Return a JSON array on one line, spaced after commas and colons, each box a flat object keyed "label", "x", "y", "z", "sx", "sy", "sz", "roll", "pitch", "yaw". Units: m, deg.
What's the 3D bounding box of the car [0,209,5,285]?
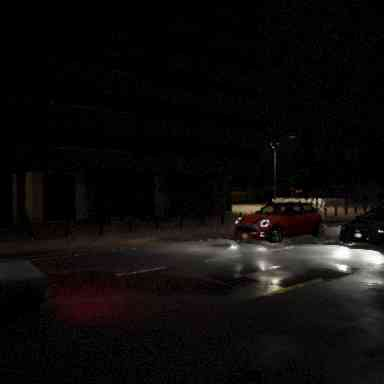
[{"label": "car", "x": -6.996, "y": 1.358, "z": 7.605, "sx": 4.553, "sy": 1.767, "sz": 2.097, "roll": 0, "pitch": 0, "yaw": -35}]

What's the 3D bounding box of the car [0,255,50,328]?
[{"label": "car", "x": -4.779, "y": 1.606, "z": 4.889, "sx": 4.718, "sy": 1.301, "sz": 1.895, "roll": 0, "pitch": 0, "yaw": -35}]

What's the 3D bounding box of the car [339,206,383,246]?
[{"label": "car", "x": 8.013, "y": 1.474, "z": 13.895, "sx": 4.181, "sy": 1.385, "sz": 1.994, "roll": 0, "pitch": 0, "yaw": -35}]

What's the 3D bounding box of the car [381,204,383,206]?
[{"label": "car", "x": 13.791, "y": 1.342, "z": 22.322, "sx": 4.902, "sy": 1.511, "sz": 2.128, "roll": 0, "pitch": 0, "yaw": -35}]

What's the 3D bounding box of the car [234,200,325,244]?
[{"label": "car", "x": 4.088, "y": 1.275, "z": 15.424, "sx": 4.553, "sy": 1.767, "sz": 2.097, "roll": 0, "pitch": 0, "yaw": -35}]
